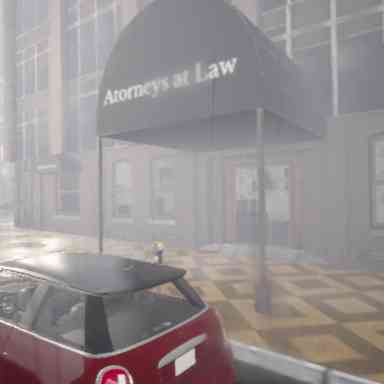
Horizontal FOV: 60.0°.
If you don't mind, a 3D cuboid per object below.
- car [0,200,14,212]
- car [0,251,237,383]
[{"bbox_3d":[-18.171,1.205,36.527,5.009,1.841,2.192,-1,0,-43],"label":"car"},{"bbox_3d":[-1.636,1.438,3.903,4.097,1.590,1.967,0,-1,35],"label":"car"}]
